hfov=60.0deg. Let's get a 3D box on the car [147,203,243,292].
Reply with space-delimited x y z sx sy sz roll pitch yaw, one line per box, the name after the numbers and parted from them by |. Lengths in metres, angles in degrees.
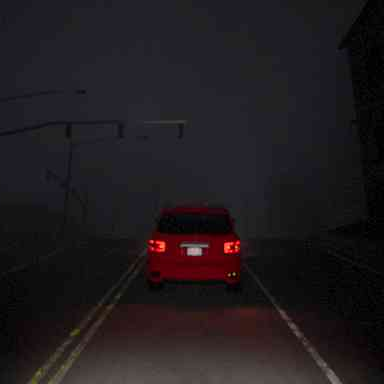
0.084 1.337 9.450 2.150 2.045 5.566 1 -1 1 | car
